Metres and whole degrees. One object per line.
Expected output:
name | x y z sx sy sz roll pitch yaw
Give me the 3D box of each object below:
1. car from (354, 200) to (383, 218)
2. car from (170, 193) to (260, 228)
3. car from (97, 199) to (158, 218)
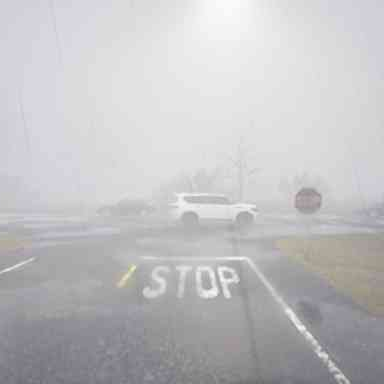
car | 16.361 1.473 28.268 4.892 1.490 1.837 -1 0 -1
car | 1.392 1.105 20.947 5.566 2.045 2.150 0 0 -1
car | -5.381 1.311 27.843 5.008 1.535 1.882 0 0 -1
